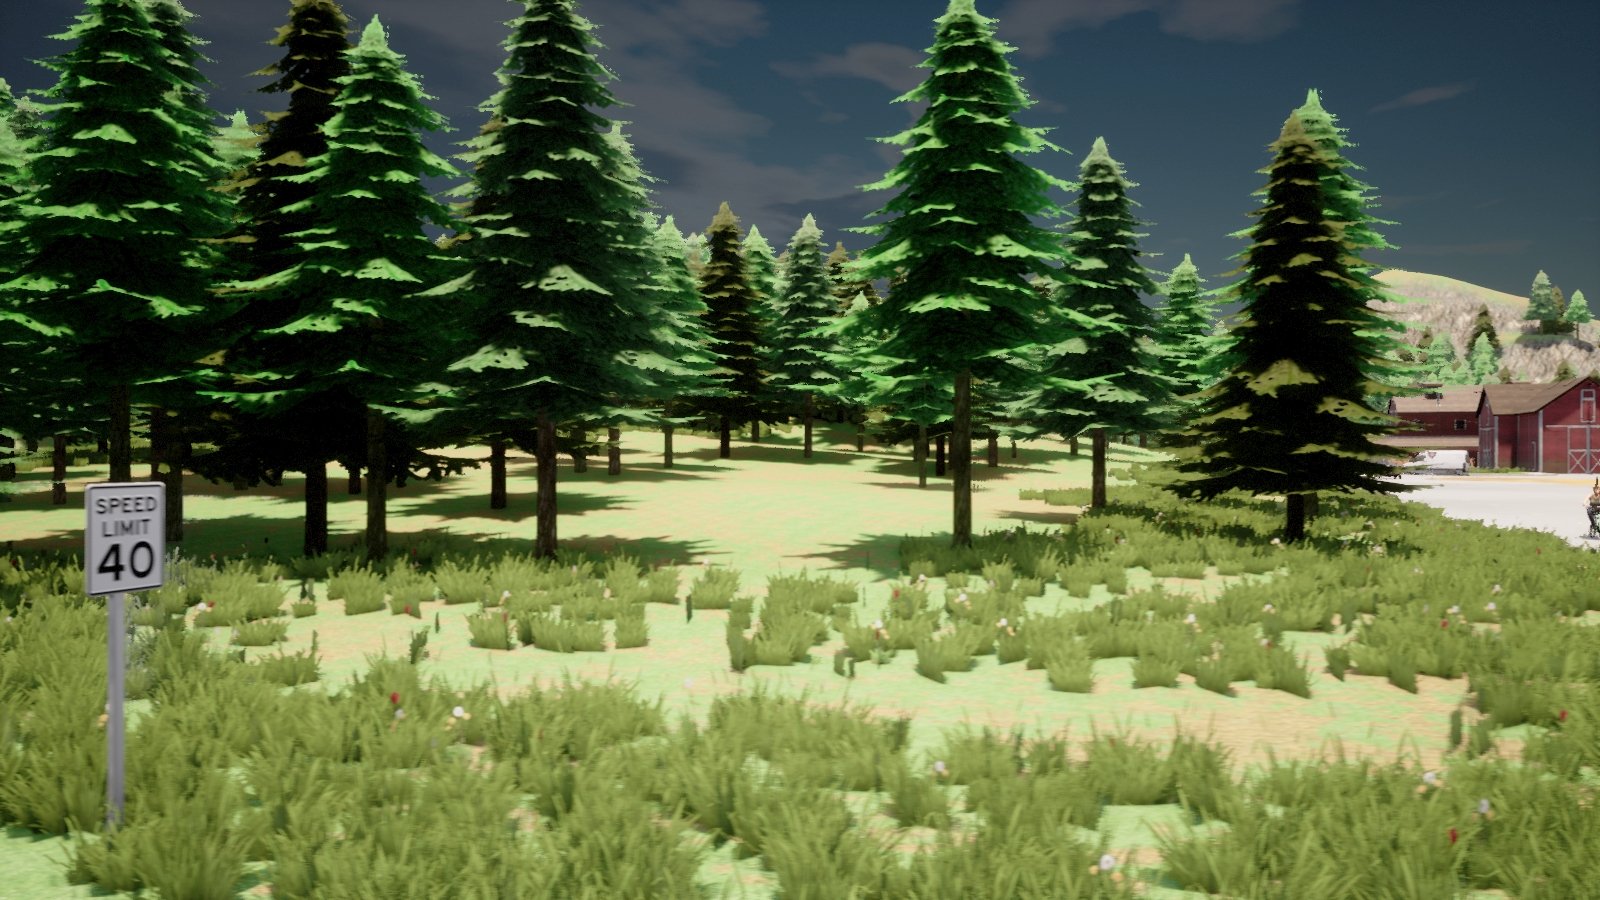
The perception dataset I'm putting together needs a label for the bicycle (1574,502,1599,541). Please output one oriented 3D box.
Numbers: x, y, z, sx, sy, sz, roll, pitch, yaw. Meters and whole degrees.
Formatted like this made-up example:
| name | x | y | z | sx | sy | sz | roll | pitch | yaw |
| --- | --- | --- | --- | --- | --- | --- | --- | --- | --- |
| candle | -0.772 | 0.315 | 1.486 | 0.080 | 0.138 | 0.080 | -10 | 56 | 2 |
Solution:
| name | x | y | z | sx | sy | sz | roll | pitch | yaw |
| --- | --- | --- | --- | --- | --- | --- | --- | --- | --- |
| bicycle | 23.679 | 2.118 | 33.923 | 0.859 | 1.080 | 1.487 | 0 | 0 | 21 |
